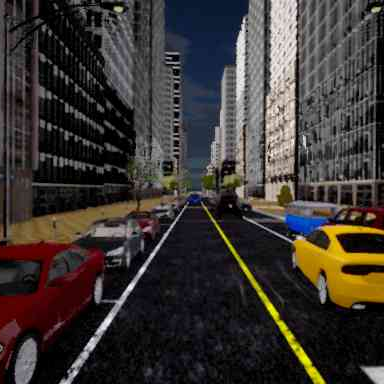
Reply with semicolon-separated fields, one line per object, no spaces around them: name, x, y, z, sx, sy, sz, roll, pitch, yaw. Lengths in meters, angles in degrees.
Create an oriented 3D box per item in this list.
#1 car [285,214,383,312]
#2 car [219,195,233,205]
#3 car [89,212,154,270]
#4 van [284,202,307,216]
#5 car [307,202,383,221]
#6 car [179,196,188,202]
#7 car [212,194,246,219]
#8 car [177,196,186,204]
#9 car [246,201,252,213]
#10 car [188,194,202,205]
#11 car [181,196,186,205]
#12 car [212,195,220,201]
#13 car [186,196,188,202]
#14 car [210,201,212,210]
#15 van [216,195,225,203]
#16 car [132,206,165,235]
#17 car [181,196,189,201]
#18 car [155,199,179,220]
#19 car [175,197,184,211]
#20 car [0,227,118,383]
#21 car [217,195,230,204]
car;3.667;1.522;7.900;1.882;1.535;5.008;1;0;7
car;6.238;1.460;61.951;2.192;1.841;5.009;0;0;1
car;-2.616;1.551;10.877;2.008;1.369;4.403;0;0;1
van;5.817;1.409;16.483;1.690;1.788;3.998;0;0;1
car;5.764;1.373;10.800;2.192;1.841;5.009;0;0;1
car;-1.984;1.680;79.078;1.947;1.339;4.313;0;0;1
car;3.298;1.296;30.631;2.150;2.045;5.566;0;0;1
car;-2.090;1.621;67.541;1.752;1.417;4.829;0;0;1
car;6.028;1.658;39.216;2.008;1.369;4.403;0;0;1
car;0.555;1.326;61.595;2.150;2.045;5.566;0;0;1
car;-2.247;1.650;50.661;1.802;1.307;4.206;0;0;1
car;6.501;1.629;90.367;1.967;1.590;4.097;0;0;1
car;-2.194;1.518;56.344;1.967;1.590;4.097;0;0;1
car;3.394;1.588;43.248;2.128;1.511;4.902;0;0;1
van;6.343;1.504;73.317;1.690;1.788;3.998;0;0;1
car;-2.563;1.592;16.561;1.802;1.307;4.206;0;0;1
car;-1.878;1.682;90.445;2.008;1.369;4.403;0;0;1
car;-2.458;1.581;27.928;2.008;1.369;4.403;0;0;1
car;-2.352;1.600;39.294;2.008;1.369;4.403;0;0;1
car;-2.668;1.535;5.194;1.887;1.381;4.507;0;0;1
car;6.290;1.469;67.635;2.192;1.841;5.009;0;0;1
